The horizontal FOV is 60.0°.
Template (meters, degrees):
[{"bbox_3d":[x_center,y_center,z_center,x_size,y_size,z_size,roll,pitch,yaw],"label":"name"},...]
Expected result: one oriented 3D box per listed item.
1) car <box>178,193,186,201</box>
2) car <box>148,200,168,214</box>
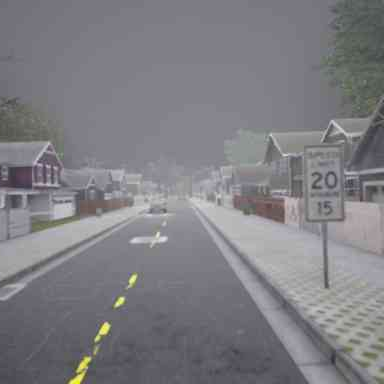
[{"bbox_3d":[-2.518,1.616,84.707,1.994,1.385,4.181,-2,0,-2],"label":"car"},{"bbox_3d":[-3.856,1.646,38.401,1.812,1.442,4.674,-2,0,-2],"label":"car"}]
